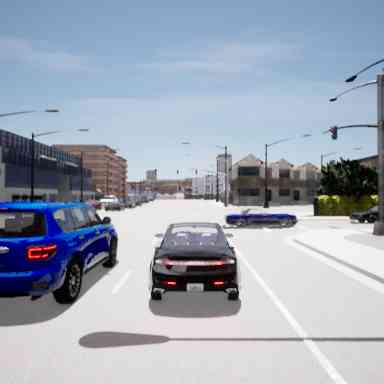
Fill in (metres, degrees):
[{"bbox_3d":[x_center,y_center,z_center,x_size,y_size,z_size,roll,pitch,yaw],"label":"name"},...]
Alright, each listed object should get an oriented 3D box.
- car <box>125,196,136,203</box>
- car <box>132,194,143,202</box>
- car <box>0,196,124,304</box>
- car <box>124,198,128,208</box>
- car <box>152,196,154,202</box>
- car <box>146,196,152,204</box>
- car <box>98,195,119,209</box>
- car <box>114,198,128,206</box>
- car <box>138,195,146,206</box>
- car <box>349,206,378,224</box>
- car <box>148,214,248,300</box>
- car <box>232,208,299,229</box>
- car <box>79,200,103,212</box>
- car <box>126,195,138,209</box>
[{"bbox_3d":[-14.090,1.723,76.419,1.837,1.490,4.892,0,1,0],"label":"car"},{"bbox_3d":[-14.102,1.534,86.623,2.097,1.767,4.553,0,0,0],"label":"car"},{"bbox_3d":[-3.442,1.239,8.343,2.150,2.045,5.566,0,0,0],"label":"car"},{"bbox_3d":[-10.651,1.936,46.087,1.994,1.385,4.181,0,0,0],"label":"car"},{"bbox_3d":[-10.599,1.712,84.064,2.033,1.411,5.357,0,0,0],"label":"car"},{"bbox_3d":[-10.587,1.756,73.756,1.837,1.490,4.892,0,1,0],"label":"car"},{"bbox_3d":[-14.148,1.649,56.573,2.150,2.045,5.566,0,0,0],"label":"car"},{"bbox_3d":[-14.090,1.963,66.324,1.895,1.301,4.718,0,1,0],"label":"car"},{"bbox_3d":[-10.621,1.897,63.584,1.837,1.490,4.892,0,1,1],"label":"car"},{"bbox_3d":[15.071,1.685,25.515,5.357,1.411,2.033,0,-1,0],"label":"car"},{"bbox_3d":[0.059,1.506,8.387,2.128,1.511,4.902,0,0,0],"label":"car"},{"bbox_3d":[4.471,1.707,21.878,4.718,1.301,1.895,0,-1,0],"label":"car"},{"bbox_3d":[-14.155,1.859,46.869,1.882,1.535,5.008,0,-1,0],"label":"car"},{"bbox_3d":[-10.648,1.783,54.677,2.097,1.767,4.553,0,0,0],"label":"car"}]
